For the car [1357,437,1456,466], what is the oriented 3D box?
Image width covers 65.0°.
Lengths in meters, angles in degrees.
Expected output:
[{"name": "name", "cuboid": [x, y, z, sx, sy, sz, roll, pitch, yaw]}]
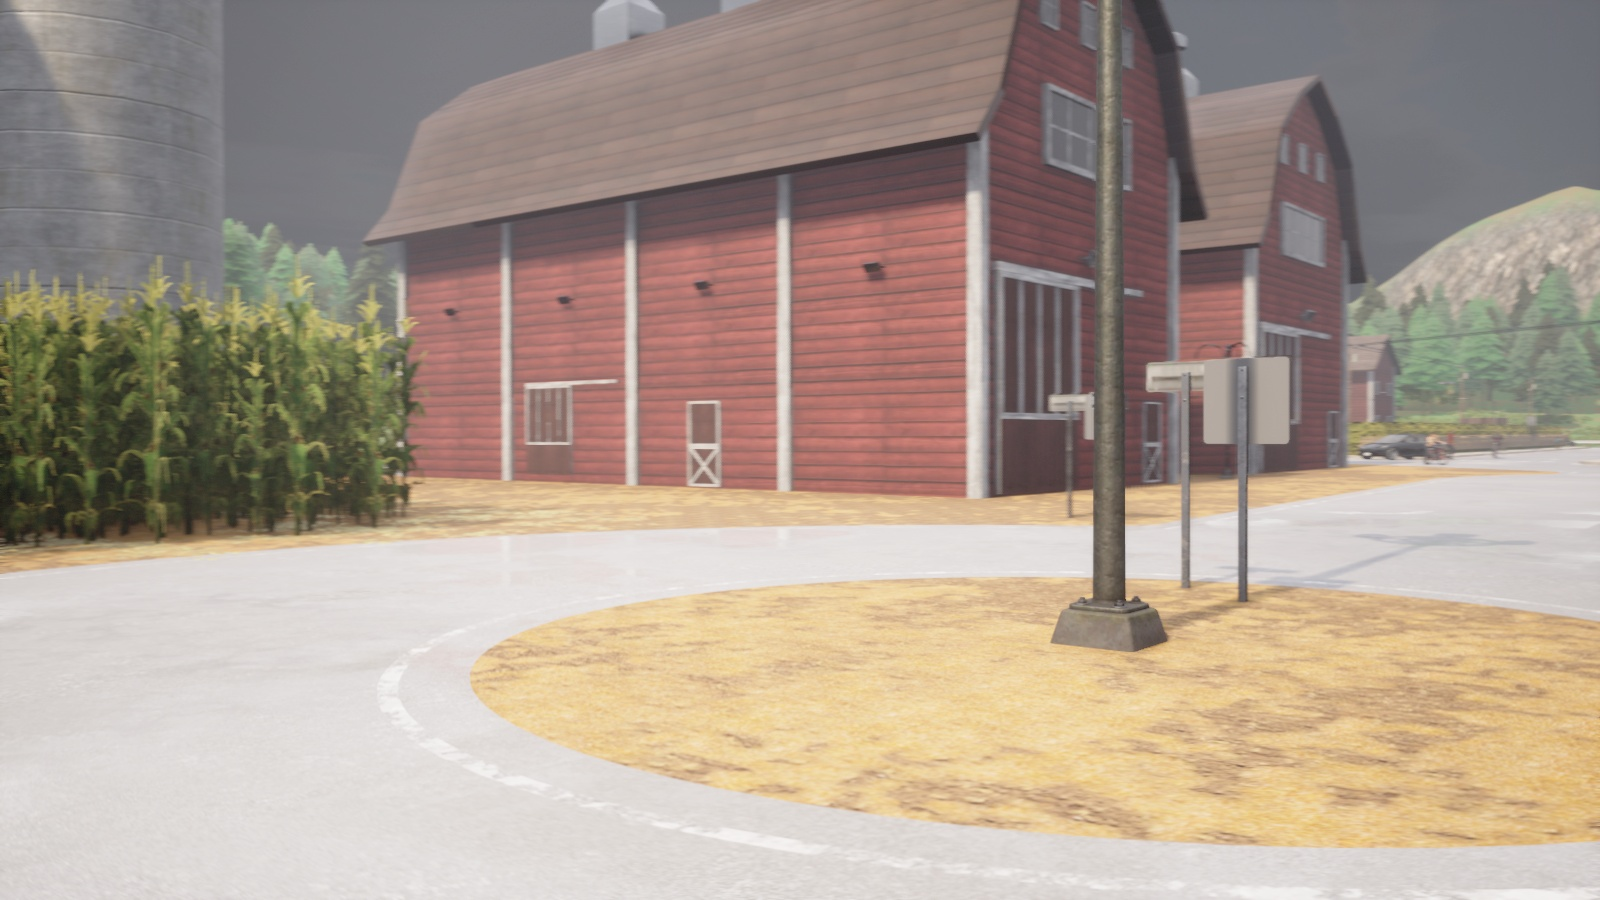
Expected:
[{"name": "car", "cuboid": [33.610, 0.079, 69.606, 4.792, 1.488, 2.163, 0, 1, -20]}]

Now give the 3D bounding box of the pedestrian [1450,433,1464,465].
[{"name": "pedestrian", "cuboid": [38.486, -0.076, 73.538, 0.331, 1.846, 0.636, 0, 1, -41]}]

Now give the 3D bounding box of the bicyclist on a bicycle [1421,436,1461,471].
[{"name": "bicyclist on a bicycle", "cuboid": [30.307, 0.140, 59.404, 0.866, 1.612, 1.509, 0, 1, -16]}]
